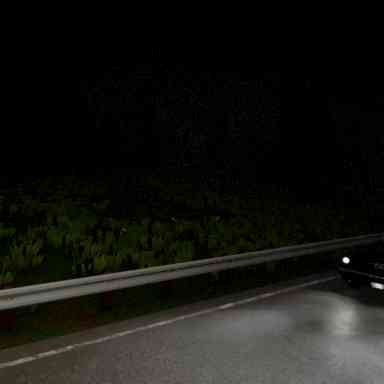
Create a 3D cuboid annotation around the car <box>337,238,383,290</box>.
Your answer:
[{"bbox_3d":[5.583,1.601,8.065,4.718,1.301,1.895,0,0,-36],"label":"car"}]
